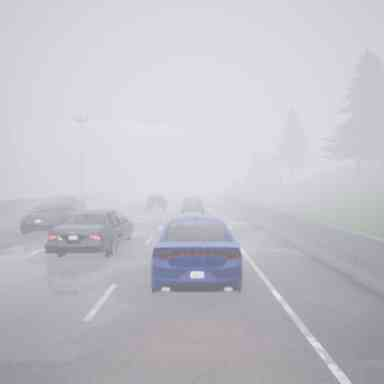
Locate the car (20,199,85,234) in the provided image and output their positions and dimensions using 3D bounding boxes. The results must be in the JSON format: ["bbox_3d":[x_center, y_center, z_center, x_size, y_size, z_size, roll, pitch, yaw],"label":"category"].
[{"bbox_3d":[-6.912,1.254,16.961,1.994,1.385,4.181,0,1,0],"label":"car"}]

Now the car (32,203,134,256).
[{"bbox_3d":[-3.409,1.323,12.049,2.033,1.411,5.357,0,1,0],"label":"car"}]

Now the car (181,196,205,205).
[{"bbox_3d":[0.080,1.051,27.515,2.033,1.411,5.357,0,1,0],"label":"car"}]

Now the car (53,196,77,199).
[{"bbox_3d":[-10.420,1.053,27.495,2.033,1.411,5.357,0,1,0],"label":"car"}]

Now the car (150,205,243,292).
[{"bbox_3d":[0.094,1.314,8.518,1.882,1.535,5.008,0,1,0],"label":"car"}]

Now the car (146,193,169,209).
[{"bbox_3d":[-3.424,0.911,33.079,1.837,1.490,4.892,0,1,0],"label":"car"}]
